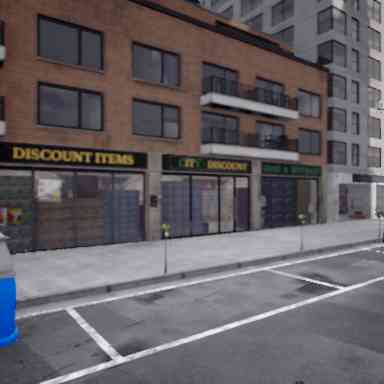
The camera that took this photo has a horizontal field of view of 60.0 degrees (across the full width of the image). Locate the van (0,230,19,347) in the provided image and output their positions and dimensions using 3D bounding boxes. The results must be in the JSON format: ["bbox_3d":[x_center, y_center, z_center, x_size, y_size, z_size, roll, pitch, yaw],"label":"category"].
[{"bbox_3d":[-4.169,1.344,3.789,3.998,1.788,1.690,0,0,-35],"label":"van"}]
